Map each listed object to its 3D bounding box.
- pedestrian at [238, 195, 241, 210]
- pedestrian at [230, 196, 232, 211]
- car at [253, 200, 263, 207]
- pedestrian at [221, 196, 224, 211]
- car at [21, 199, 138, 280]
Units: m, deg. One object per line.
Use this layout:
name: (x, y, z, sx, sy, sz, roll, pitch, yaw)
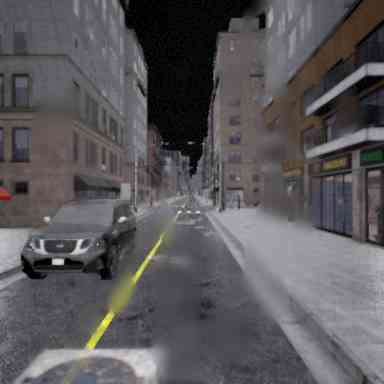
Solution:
pedestrian: (5.623, 1.263, 39.740, 0.375, 1.860, 0.375, 0, -1, 0)
pedestrian: (4.623, 1.305, 39.140, 0.375, 1.860, 0.375, 0, -1, 0)
car: (12.121, 1.690, 53.612, 4.507, 1.381, 1.887, -1, 0, 0)
pedestrian: (3.623, 1.327, 40.339, 0.375, 1.860, 0.375, 0, -1, 0)
car: (-3.105, 1.275, 10.476, 2.150, 2.045, 5.566, 0, 0, 0)
